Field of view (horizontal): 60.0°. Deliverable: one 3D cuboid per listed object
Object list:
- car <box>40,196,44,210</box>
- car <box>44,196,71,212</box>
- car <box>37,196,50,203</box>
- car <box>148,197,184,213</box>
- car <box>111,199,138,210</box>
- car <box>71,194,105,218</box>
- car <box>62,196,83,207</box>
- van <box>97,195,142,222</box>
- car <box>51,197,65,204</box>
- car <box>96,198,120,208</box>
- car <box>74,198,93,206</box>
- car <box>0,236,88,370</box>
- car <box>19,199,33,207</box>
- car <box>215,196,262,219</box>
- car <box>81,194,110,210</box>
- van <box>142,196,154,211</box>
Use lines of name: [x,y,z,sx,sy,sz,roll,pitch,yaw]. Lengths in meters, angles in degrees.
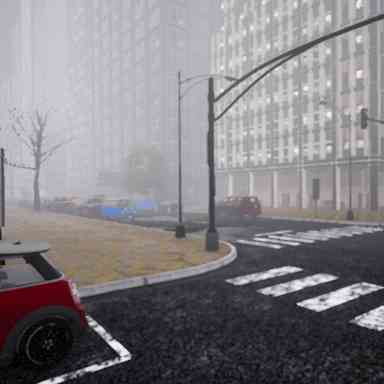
car: [-19.429,1.632,45.292,1.967,1.590,4.097,-1,0,-36]
car: [-16.054,1.470,40.703,2.192,1.841,5.009,-1,0,-36]
car: [-38.314,1.863,85.622,1.882,1.535,5.008,-1,0,-36]
car: [-2.543,1.552,36.488,2.008,1.369,4.403,-1,0,-36]
car: [-9.297,1.642,45.667,1.947,1.339,4.313,-1,0,-36]
car: [-9.300,1.395,31.524,2.192,1.841,5.009,-1,0,-36]
car: [-20.034,1.547,55.722,2.097,1.767,4.553,-1,0,-36]
van: [-5.923,1.382,26.936,1.690,1.788,3.998,-1,0,-36]
car: [-29.561,1.861,73.201,1.947,1.339,4.313,-1,0,-36]
car: [-12.776,1.640,50.393,1.752,1.417,4.829,-1,0,-36]
car: [-19.429,1.738,59.433,2.008,1.369,4.403,-1,0,-36]
car: [-3.533,1.447,4.038,4.097,1.590,1.967,-1,1,-35]
car: [-29.559,1.884,59.060,1.802,1.307,4.206,-1,0,-36]
car: [3.623,1.246,28.102,2.192,1.841,5.009,-1,0,-36]
car: [-13.735,1.348,47.231,2.150,2.045,5.566,-1,0,-36]
van: [-5.924,1.380,41.076,1.690,1.788,3.998,-1,0,-36]
